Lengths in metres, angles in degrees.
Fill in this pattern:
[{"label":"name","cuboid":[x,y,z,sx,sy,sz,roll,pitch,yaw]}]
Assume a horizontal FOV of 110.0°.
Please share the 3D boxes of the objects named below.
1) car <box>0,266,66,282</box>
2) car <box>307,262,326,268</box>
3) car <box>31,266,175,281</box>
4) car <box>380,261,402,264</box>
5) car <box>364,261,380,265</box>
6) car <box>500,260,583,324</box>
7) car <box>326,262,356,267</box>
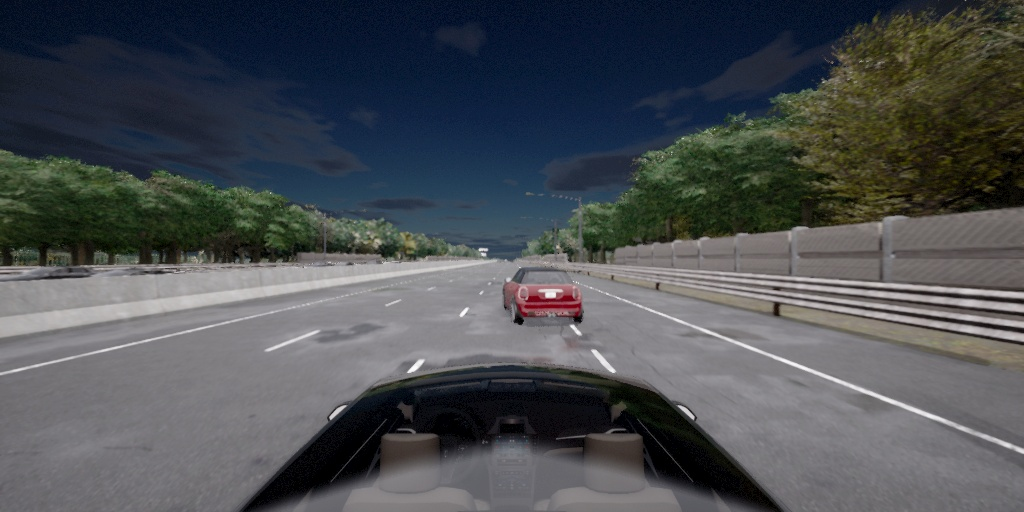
[{"label":"car","cuboid":[-28.014,1.368,21.936,1.837,1.490,4.892,0,-1,0]},{"label":"car","cuboid":[-28.036,1.605,52.418,2.128,1.511,4.902,0,-1,1]},{"label":"car","cuboid":[-17.563,1.332,16.310,1.837,1.490,4.892,0,-1,0]},{"label":"car","cuboid":[-17.525,1.675,53.966,2.033,1.411,5.357,0,-1,1]},{"label":"car","cuboid":[-21.026,1.483,54.232,2.097,1.767,4.553,0,-1,1]},{"label":"car","cuboid":[0.881,1.158,12.455,2.097,1.767,4.553,0,0,-6]},{"label":"car","cuboid":[-24.538,1.591,52.429,1.882,1.535,5.008,0,-1,1]}]
